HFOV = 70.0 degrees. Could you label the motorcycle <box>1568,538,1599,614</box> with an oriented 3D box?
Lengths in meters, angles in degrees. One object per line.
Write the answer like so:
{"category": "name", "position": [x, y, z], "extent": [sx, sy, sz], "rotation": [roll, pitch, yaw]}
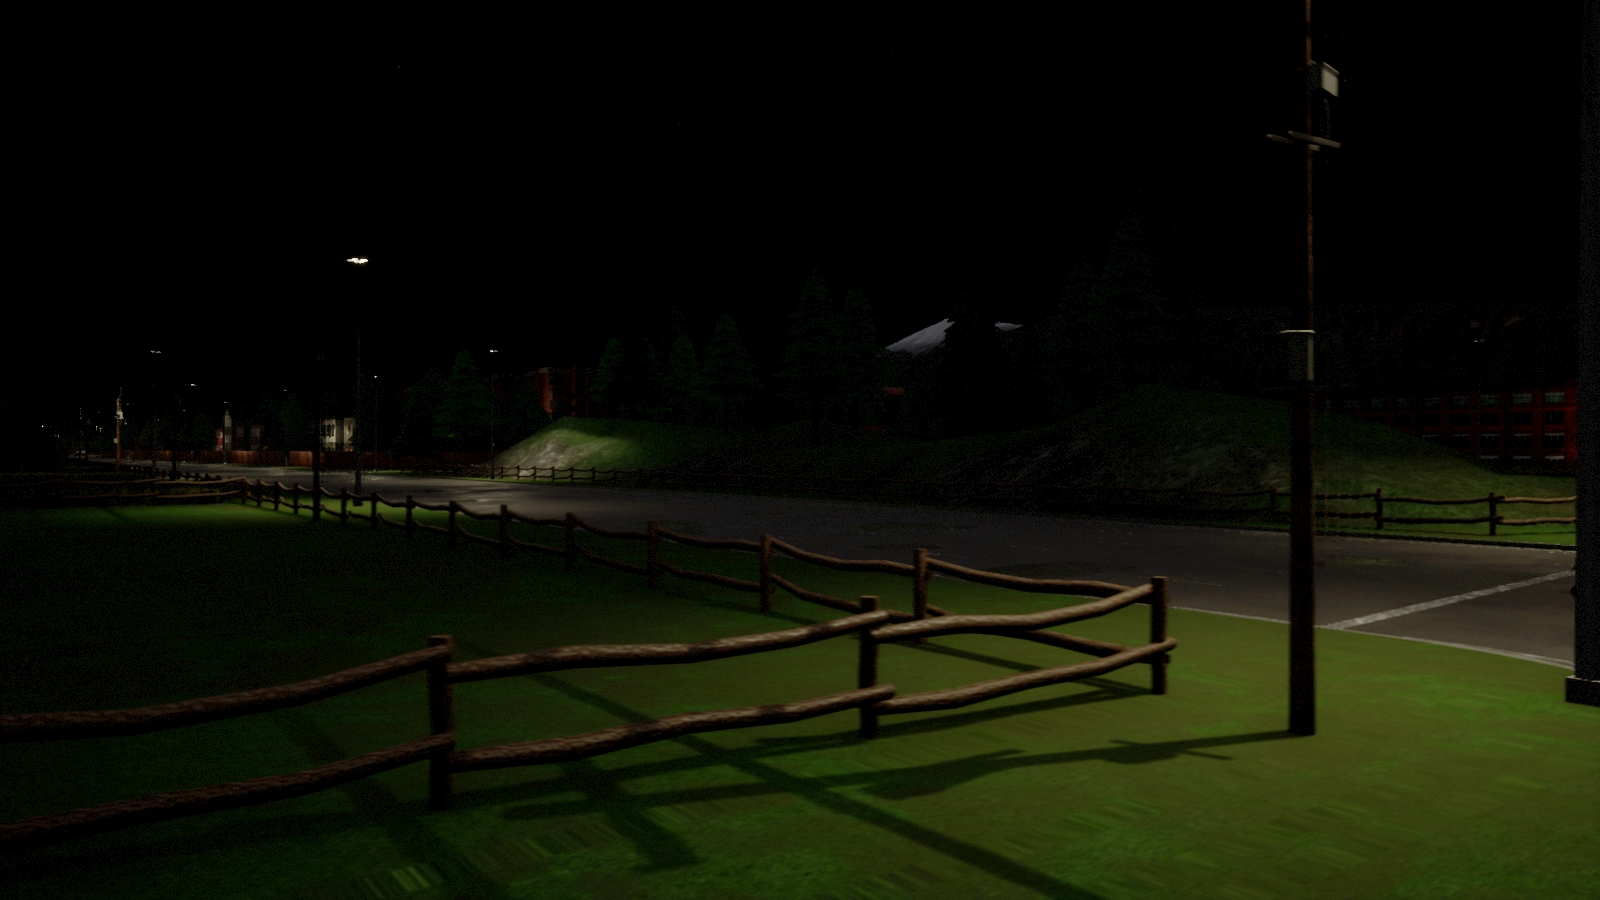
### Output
{"category": "motorcycle", "position": [14.512, 2.199, 19.503], "extent": [2.209, 1.251, 0.867], "rotation": [0, -1, 43]}
